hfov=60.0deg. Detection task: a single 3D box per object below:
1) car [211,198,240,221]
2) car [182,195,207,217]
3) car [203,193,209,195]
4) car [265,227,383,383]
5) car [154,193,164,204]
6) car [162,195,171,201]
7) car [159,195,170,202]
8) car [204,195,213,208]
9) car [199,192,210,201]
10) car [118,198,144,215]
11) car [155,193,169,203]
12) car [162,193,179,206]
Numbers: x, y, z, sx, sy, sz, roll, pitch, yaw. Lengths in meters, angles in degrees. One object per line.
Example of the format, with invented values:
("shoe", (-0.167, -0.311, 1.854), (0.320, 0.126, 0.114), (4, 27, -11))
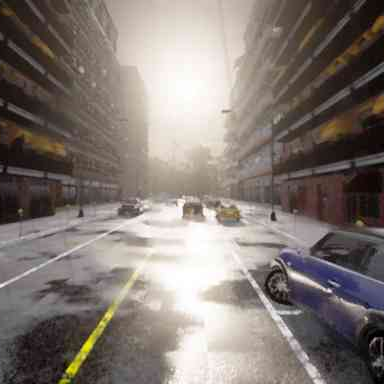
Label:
("car", (2.703, 1.425, 25.946), (1.752, 1.417, 4.829), (1, 0, 0))
("car", (0.085, 1.361, 30.429), (1.882, 1.535, 5.008), (0, 1, 0))
("car", (2.826, 1.321, 53.786), (1.752, 1.417, 4.829), (1, 0, 0))
("car", (2.891, 1.330, 5.303), (2.097, 1.767, 4.553), (0, 0, -7))
("car", (-5.823, 1.327, 59.215), (2.008, 1.369, 4.403), (1, 0, 0))
("car", (-5.827, 1.299, 75.920), (1.802, 1.307, 4.206), (1, 0, 0))
("car", (-5.825, 1.302, 70.352), (1.947, 1.339, 4.313), (1, 0, 0))
("car", (2.762, 1.401, 43.122), (1.947, 1.339, 4.313), (1, 0, 0))
("car", (2.824, 1.031, 75.887), (2.192, 1.841, 5.009), (1, 0, 0))
("car", (-5.704, 1.320, 31.374), (1.967, 1.590, 4.097), (1, 0, 0))
("car", (-5.821, 1.072, 64.782), (2.192, 1.841, 5.009), (1, 0, 0))
("car", (-3.036, 1.335, 50.182), (1.812, 1.442, 4.674), (0, 0, 0))
